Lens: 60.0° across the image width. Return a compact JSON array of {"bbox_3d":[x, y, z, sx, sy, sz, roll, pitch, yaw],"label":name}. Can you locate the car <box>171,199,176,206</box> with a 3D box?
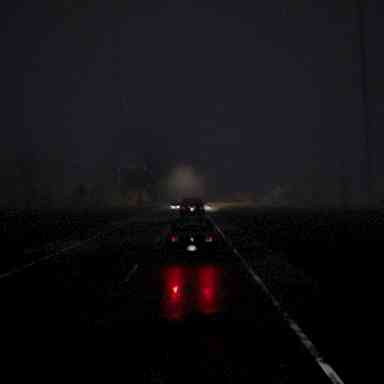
[{"bbox_3d":[-3.489,2.208,71.002,2.128,1.511,4.902,0,-1,0],"label":"car"}]

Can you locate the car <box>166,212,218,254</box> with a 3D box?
[{"bbox_3d":[0.004,1.734,14.102,1.895,1.301,4.718,0,-1,0],"label":"car"}]

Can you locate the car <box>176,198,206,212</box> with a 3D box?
[{"bbox_3d":[0.005,1.492,29.034,2.150,2.045,5.566,0,0,0],"label":"car"}]
